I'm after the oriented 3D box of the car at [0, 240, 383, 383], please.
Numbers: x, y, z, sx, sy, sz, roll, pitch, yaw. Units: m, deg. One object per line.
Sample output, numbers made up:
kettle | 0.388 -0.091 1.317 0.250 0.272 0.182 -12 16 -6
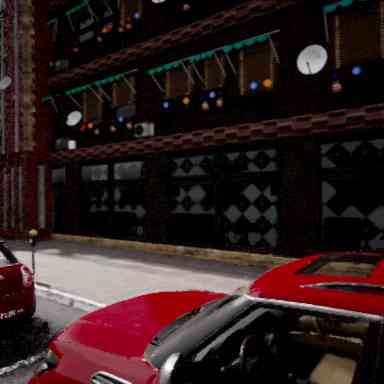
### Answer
car | 1.102 1.316 1.987 5.009 1.841 2.192 0 -1 36
